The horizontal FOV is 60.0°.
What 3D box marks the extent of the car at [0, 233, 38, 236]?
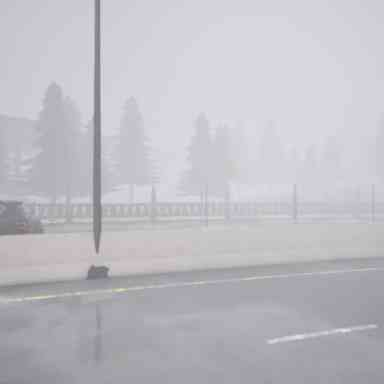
[{"bbox_3d":[-8.290,1.290,10.959,5.566,2.045,2.150,0,-1,-22],"label":"car"}]
